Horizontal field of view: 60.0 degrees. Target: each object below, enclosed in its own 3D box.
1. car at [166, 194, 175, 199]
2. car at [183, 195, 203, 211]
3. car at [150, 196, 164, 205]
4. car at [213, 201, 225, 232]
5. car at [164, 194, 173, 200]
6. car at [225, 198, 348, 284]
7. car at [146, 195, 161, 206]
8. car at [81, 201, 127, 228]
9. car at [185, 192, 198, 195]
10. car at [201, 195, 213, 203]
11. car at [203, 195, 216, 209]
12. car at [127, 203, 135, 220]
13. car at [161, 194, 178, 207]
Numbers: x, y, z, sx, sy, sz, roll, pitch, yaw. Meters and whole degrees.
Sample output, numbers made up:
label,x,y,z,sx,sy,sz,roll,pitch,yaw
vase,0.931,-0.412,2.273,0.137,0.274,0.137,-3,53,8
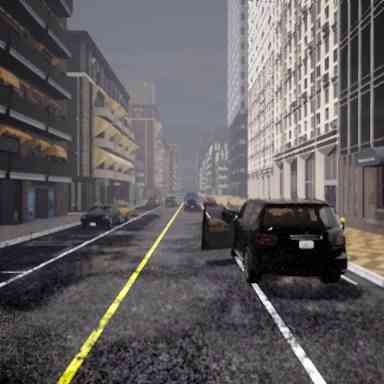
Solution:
label,x,y,z,sx,sy,sz,roll,pitch,yaw
car,-5.775,1.216,89.151,2.008,1.369,4.403,0,0,0
car,0.040,1.372,37.292,1.812,1.442,4.674,0,0,0
car,-5.744,1.361,55.260,1.802,1.307,4.206,0,0,0
car,2.668,1.474,21.378,1.947,1.339,4.313,0,0,0
car,-5.771,1.234,83.503,2.008,1.369,4.403,0,0,0
car,2.384,1.178,9.619,2.150,2.045,5.566,0,0,0
car,-5.739,1.240,49.611,1.967,1.590,4.097,0,0,0
car,-5.713,1.474,21.369,1.947,1.339,4.313,0,0,0
car,-0.045,1.030,47.259,2.150,2.045,5.566,0,0,0
car,2.631,1.310,60.917,2.008,1.369,4.403,0,0,0
car,2.642,1.345,49.619,1.887,1.381,4.507,0,0,0
car,-5.718,1.412,26.848,1.752,1.417,4.829,0,0,0
car,-3.047,1.329,48.374,1.837,1.490,4.892,0,0,0
